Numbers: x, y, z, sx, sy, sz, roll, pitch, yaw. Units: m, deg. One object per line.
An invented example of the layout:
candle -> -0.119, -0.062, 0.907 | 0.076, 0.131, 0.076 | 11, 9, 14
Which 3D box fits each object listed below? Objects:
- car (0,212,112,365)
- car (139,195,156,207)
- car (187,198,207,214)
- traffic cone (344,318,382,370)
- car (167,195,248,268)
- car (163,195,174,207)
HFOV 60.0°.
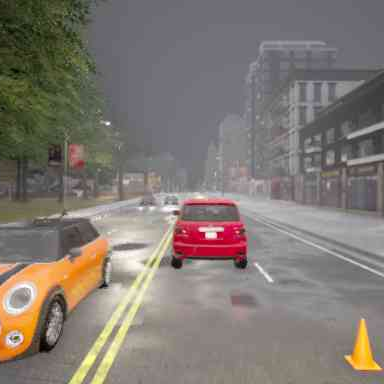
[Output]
car -> -2.954, 1.329, 6.086 | 2.097, 1.767, 4.553 | 0, 0, 0
car -> -6.104, 1.204, 46.336 | 1.837, 1.490, 4.892 | 0, 1, 1
car -> 0.540, 1.452, 36.275 | 2.033, 1.411, 5.357 | 0, 1, 0
traffic cone -> 2.256, 1.974, 4.403 | 0.340, 0.580, 0.340 | 0, 0, 0
car -> 0.503, 1.227, 11.408 | 2.150, 2.045, 5.566 | 0, 0, 0
car -> -2.865, 1.216, 46.378 | 2.128, 1.511, 4.902 | 0, 1, 0
